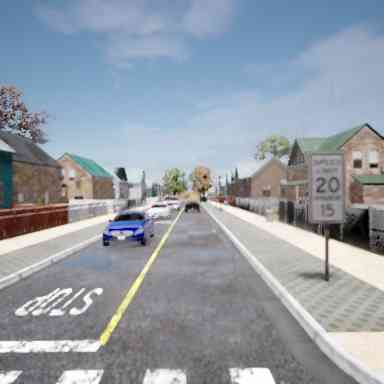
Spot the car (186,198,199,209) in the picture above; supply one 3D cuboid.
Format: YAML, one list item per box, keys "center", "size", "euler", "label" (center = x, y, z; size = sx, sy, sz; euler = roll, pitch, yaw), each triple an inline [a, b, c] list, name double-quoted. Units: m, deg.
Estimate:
- center: [0.021, 1.729, 50.998]
  size: [1.882, 1.535, 5.008]
  euler: [-1, 0, 0]
  label: "car"

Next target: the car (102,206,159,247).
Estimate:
- center: [-2.850, 1.603, 15.746]
  size: [1.812, 1.442, 4.674]
  euler: [-1, 0, 0]
  label: "car"

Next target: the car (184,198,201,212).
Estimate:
- center: [0.065, 1.677, 40.751]
  size: [1.837, 1.490, 4.892]
  euler: [-1, 0, 0]
  label: "car"

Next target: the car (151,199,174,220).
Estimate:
- center: [-2.830, 1.661, 29.326]
  size: [1.812, 1.442, 4.674]
  euler: [-1, 0, 0]
  label: "car"

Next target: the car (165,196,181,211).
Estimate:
- center: [-2.734, 1.541, 45.136]
  size: [2.150, 2.045, 5.566]
  euler: [-1, 0, 0]
  label: "car"
